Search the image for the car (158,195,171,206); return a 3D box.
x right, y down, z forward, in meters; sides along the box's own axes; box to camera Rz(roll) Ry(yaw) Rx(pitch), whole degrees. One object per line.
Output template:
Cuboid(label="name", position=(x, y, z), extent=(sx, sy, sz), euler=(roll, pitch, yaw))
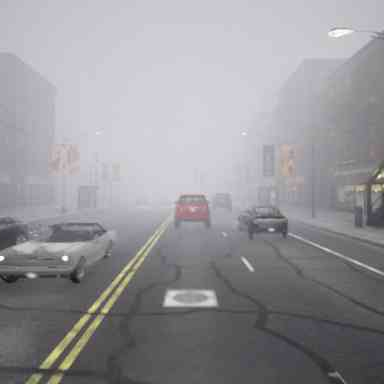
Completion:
Cuboid(label="car", position=(-4.435, 1.476, 53.711), extent=(2.033, 1.411, 5.357), euler=(0, 0, -9))

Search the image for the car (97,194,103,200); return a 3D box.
Cuboid(label="car", position=(-26.083, 1.408, 90.965), extent=(4.674, 1.452, 2.002), euler=(0, 0, 19))

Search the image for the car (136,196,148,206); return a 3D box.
Cuboid(label="car", position=(-8.034, 1.421, 53.379), extent=(2.128, 1.511, 4.902), euler=(0, 0, -11))

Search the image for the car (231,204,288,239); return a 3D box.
Cuboid(label="car", position=(3.542, 1.466, 17.260), extent=(2.128, 1.511, 4.902), euler=(0, 0, 0))

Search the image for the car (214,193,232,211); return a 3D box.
Cuboid(label="car", position=(3.460, 1.167, 39.649), extent=(2.150, 2.045, 5.566), euler=(0, 0, 0))

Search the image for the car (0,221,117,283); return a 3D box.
Cuboid(label="car", position=(-3.632, 1.589, 9.747), extent=(1.895, 1.301, 4.718), euler=(0, 0, 0))

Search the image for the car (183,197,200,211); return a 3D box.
Cuboid(label="car", position=(-0.043, 1.422, 40.420), extent=(1.882, 1.535, 5.008), euler=(0, 0, 0))

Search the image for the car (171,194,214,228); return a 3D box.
Cuboid(label="car", position=(0.025, 1.186, 21.907), extent=(2.150, 2.045, 5.566), euler=(0, -1, 0))

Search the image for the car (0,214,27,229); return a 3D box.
Cuboid(label="car", position=(-7.135, 1.480, 10.795), extent=(2.128, 1.511, 4.902), euler=(0, 0, 0))

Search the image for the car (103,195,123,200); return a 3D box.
Cuboid(label="car", position=(-20.772, 1.483, 88.814), extent=(4.718, 1.301, 1.895), euler=(0, 0, 29))
